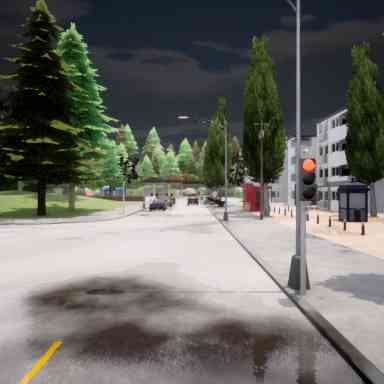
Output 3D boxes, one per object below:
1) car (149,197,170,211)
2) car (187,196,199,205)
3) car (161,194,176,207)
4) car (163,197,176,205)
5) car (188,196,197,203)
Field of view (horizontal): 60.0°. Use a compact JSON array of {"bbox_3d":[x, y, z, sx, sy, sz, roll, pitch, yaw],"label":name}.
[{"bbox_3d":[-4.062,1.601,40.443,1.895,1.301,4.718,0,0,0],"label":"car"},{"bbox_3d":[0.175,1.478,59.178,1.882,1.535,5.008,0,0,0],"label":"car"},{"bbox_3d":[-4.039,1.352,50.337,2.097,1.767,4.553,0,0,0],"label":"car"},{"bbox_3d":[-3.985,1.564,60.293,1.994,1.385,4.181,0,0,1],"label":"car"},{"bbox_3d":[0.119,1.728,73.692,1.812,1.442,4.674,0,0,0],"label":"car"}]
